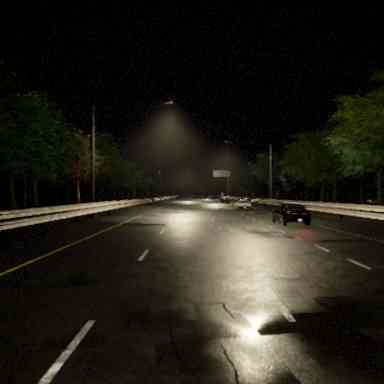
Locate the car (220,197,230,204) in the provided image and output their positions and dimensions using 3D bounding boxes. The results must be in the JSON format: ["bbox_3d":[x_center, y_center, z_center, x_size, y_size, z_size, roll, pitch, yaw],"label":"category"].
[{"bbox_3d":[7.311,1.925,74.319,2.128,1.511,4.902,0,0,0],"label":"car"}]

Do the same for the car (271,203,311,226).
[{"bbox_3d":[7.034,1.595,24.022,1.837,1.490,4.892,0,0,0],"label":"car"}]

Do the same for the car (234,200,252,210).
[{"bbox_3d":[7.125,1.824,46.875,1.895,1.301,4.718,0,0,0],"label":"car"}]
